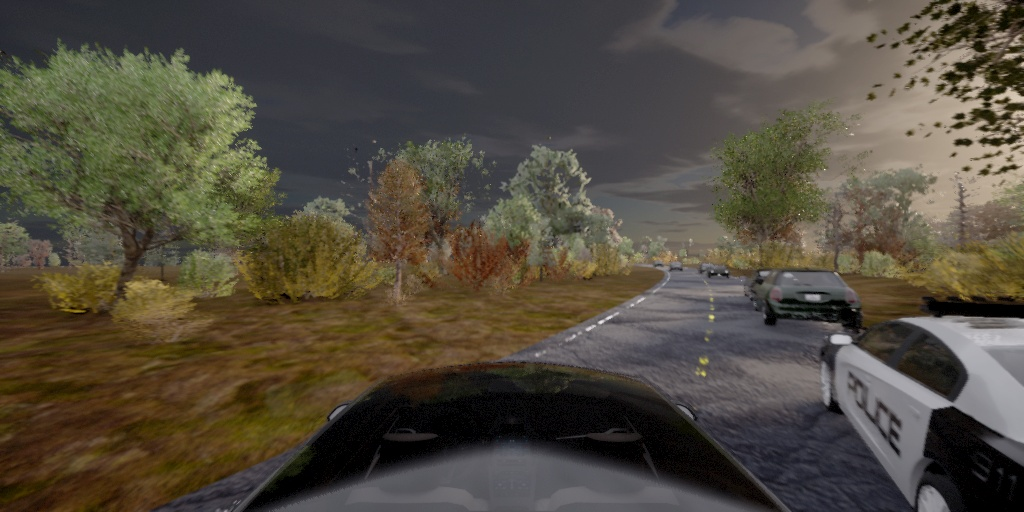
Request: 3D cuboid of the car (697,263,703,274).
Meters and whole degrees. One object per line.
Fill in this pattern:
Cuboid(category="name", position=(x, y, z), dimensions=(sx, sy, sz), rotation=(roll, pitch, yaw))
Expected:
Cuboid(category="car", position=(25.694, 1.616, 47.459), dimensions=(2.033, 1.411, 5.357), rotation=(-1, -1, 22))

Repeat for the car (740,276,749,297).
Cuboid(category="car", position=(12.056, 1.330, 16.767), dimensions=(1.837, 1.490, 4.892), rotation=(-1, -1, 28))

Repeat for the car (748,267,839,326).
Cuboid(category="car", position=(9.103, 1.138, 11.456), dimensions=(2.097, 1.767, 4.553), rotation=(-1, -1, 30))

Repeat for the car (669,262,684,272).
Cuboid(category="car", position=(25.754, 1.679, 56.364), dimensions=(1.837, 1.490, 4.892), rotation=(-1, -1, 20))

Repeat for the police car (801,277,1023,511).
Cuboid(category="police car", position=(4.053, 1.154, 2.896), dimensions=(1.930, 1.638, 5.238), rotation=(-1, -1, 31))

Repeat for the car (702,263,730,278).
Cuboid(category="car", position=(21.205, 1.586, 37.134), dimensions=(1.895, 1.301, 4.718), rotation=(-1, -1, 24))
